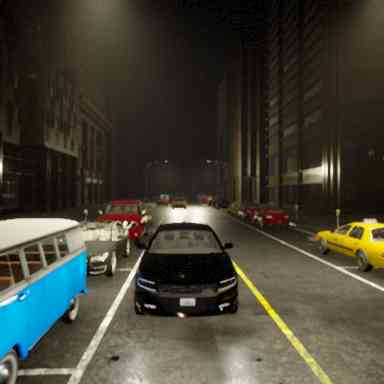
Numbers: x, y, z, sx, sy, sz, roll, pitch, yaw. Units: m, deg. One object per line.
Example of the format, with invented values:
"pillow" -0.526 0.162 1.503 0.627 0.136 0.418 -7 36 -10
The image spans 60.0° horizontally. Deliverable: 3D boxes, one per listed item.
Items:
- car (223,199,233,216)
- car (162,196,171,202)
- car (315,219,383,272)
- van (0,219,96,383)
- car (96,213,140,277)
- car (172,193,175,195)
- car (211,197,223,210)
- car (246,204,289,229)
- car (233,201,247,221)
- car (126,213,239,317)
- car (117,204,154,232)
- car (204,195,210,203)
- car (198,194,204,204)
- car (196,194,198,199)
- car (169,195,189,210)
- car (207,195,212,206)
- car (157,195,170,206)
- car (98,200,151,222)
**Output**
"car" 4.560 1.572 33.154 1.752 1.417 4.829 0 0 -3
"car" -5.957 1.681 77.492 1.947 1.339 4.313 0 0 -3
"car" 5.564 1.544 10.702 1.752 1.417 4.829 0 0 -3
"van" -2.693 1.344 4.526 1.690 1.788 3.998 0 0 -3
"car" -2.944 1.560 10.139 2.008 1.369 4.403 0 0 -3
"car" -6.710 1.462 94.330 2.192 1.841 5.009 0 0 -3
"car" 4.065 1.631 44.211 1.947 1.339 4.313 0 0 -3
"car" 5.069 1.613 21.758 1.802 1.307 4.206 0 0 -3
"car" 4.818 1.620 27.371 1.802 1.307 4.206 0 0 -3
"car" -0.173 1.487 7.806 1.882 1.535 5.008 0 0 -2
"car" -3.439 1.548 21.195 1.752 1.417 4.829 0 0 -3
"car" 3.563 1.524 55.437 1.967 1.590 4.097 0 0 -3
"car" 3.061 1.419 66.664 2.192 1.841 5.009 0 0 -3
"car" 2.559 1.675 77.890 2.008 1.369 4.403 0 0 -3
"car" -1.706 1.537 44.277 1.882 1.535 5.008 0 0 -3
"car" 3.814 1.619 49.824 1.887 1.381 4.507 0 0 -3
"car" -4.953 1.657 55.041 1.802 1.307 4.206 0 0 -3
"car" -3.195 1.331 15.752 2.192 1.841 5.009 0 0 -3
